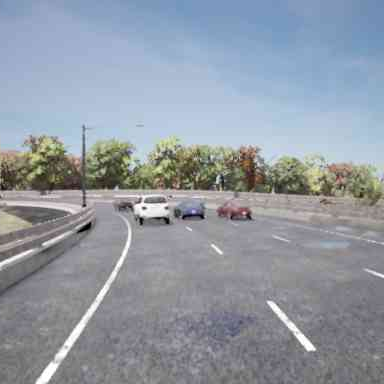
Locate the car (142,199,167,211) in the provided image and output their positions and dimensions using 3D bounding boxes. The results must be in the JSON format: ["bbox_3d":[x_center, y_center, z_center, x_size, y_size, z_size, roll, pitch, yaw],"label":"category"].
[{"bbox_3d":[-4.755,1.561,41.262,1.994,1.385,4.181,-1,0,-22],"label":"car"}]

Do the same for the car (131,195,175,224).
[{"bbox_3d":[-3.085,1.224,25.008,2.150,2.045,5.566,-1,0,-14],"label":"car"}]

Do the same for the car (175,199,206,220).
[{"bbox_3d":[-0.365,1.530,28.303,1.994,1.385,4.181,-1,0,-15],"label":"car"}]

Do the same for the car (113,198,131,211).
[{"bbox_3d":[-8.556,1.544,41.293,1.837,1.490,4.892,-1,0,-23],"label":"car"}]

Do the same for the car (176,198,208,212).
[{"bbox_3d":[-0.127,1.496,39.105,2.033,1.411,5.357,-1,0,-20],"label":"car"}]

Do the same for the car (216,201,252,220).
[{"bbox_3d":[3.440,1.451,27.618,1.812,1.442,4.674,-1,0,-14],"label":"car"}]
